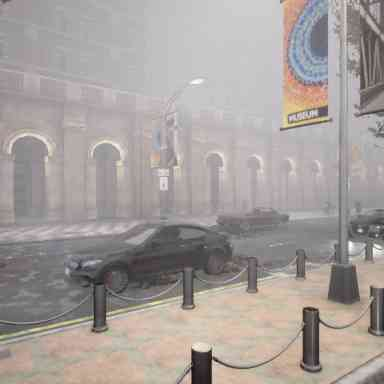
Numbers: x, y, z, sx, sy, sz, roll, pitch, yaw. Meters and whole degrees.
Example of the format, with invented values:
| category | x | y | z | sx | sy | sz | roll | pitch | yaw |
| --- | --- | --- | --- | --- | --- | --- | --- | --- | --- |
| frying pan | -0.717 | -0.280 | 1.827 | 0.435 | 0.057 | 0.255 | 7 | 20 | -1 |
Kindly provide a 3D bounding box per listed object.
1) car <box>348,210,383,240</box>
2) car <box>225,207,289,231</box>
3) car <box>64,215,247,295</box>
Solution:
| category | x | y | z | sx | sy | sz | roll | pitch | yaw |
| --- | --- | --- | --- | --- | --- | --- | --- | --- | --- |
| car | 9.202 | 1.563 | 16.162 | 4.181 | 1.385 | 1.994 | 0 | 0 | -36 |
| car | 3.782 | 1.595 | 20.477 | 4.718 | 1.301 | 1.895 | 0 | 0 | -36 |
| car | -0.925 | 1.525 | 8.872 | 4.674 | 1.442 | 1.812 | 0 | 0 | -36 |
